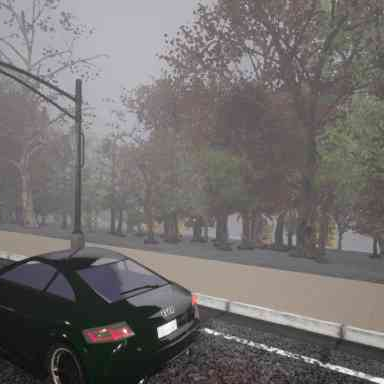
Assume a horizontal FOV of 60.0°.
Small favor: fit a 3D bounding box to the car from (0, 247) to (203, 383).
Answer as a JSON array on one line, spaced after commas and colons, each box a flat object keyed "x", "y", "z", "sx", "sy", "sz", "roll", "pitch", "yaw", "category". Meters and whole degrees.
[{"x": -1.915, "y": 1.563, "z": 5.055, "sx": 4.181, "sy": 1.385, "sz": 1.994, "roll": 0, "pitch": 0, "yaw": 36, "category": "car"}]
